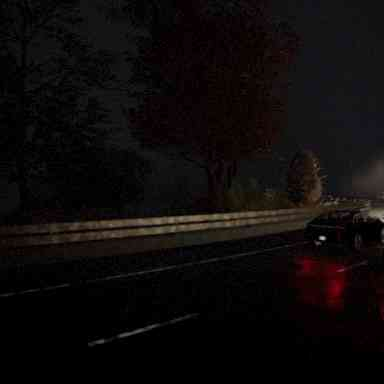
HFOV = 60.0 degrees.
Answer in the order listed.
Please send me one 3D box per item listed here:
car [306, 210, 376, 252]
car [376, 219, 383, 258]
[{"bbox_3d":[6.679,1.523,14.215,4.902,1.511,2.128,0,0,-44],"label":"car"},{"bbox_3d":[7.909,1.369,10.605,4.553,1.767,2.097,0,0,-43],"label":"car"}]
